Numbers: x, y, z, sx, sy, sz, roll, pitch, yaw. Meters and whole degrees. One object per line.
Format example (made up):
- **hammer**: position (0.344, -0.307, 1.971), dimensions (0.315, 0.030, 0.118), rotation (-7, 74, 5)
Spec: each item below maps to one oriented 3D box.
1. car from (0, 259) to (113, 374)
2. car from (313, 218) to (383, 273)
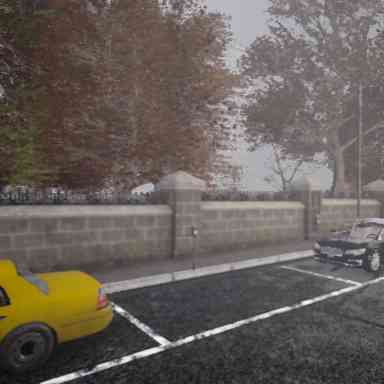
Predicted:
- **car**: position (-3.461, 1.526, 4.074), dimensions (4.829, 1.417, 1.752), rotation (0, 1, -35)
- **car**: position (5.671, 1.548, 10.586), dimensions (4.403, 1.369, 2.008), rotation (0, 1, -35)
